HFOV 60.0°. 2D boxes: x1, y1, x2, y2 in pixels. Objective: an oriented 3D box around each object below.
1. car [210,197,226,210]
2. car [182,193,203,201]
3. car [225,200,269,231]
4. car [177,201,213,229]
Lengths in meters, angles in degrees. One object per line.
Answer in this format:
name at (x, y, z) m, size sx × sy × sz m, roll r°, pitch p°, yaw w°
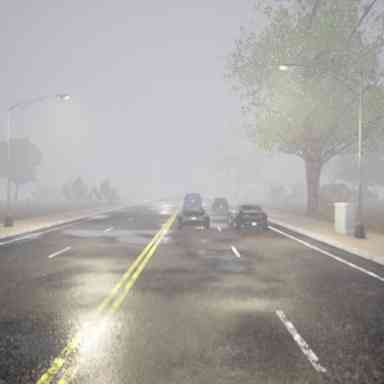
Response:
car at (3.314, 1.397, 40.045) m, size 1.837 × 1.490 × 4.892 m, roll 0°, pitch 0°, yaw 0°
car at (0.067, 1.116, 39.343) m, size 2.150 × 2.045 × 5.566 m, roll 0°, pitch 0°, yaw 0°
car at (3.356, 1.454, 20.307) m, size 1.837 × 1.490 × 4.892 m, roll 0°, pitch 0°, yaw 0°
car at (0.099, 1.510, 21.462) m, size 1.994 × 1.385 × 4.181 m, roll 0°, pitch 0°, yaw 0°
